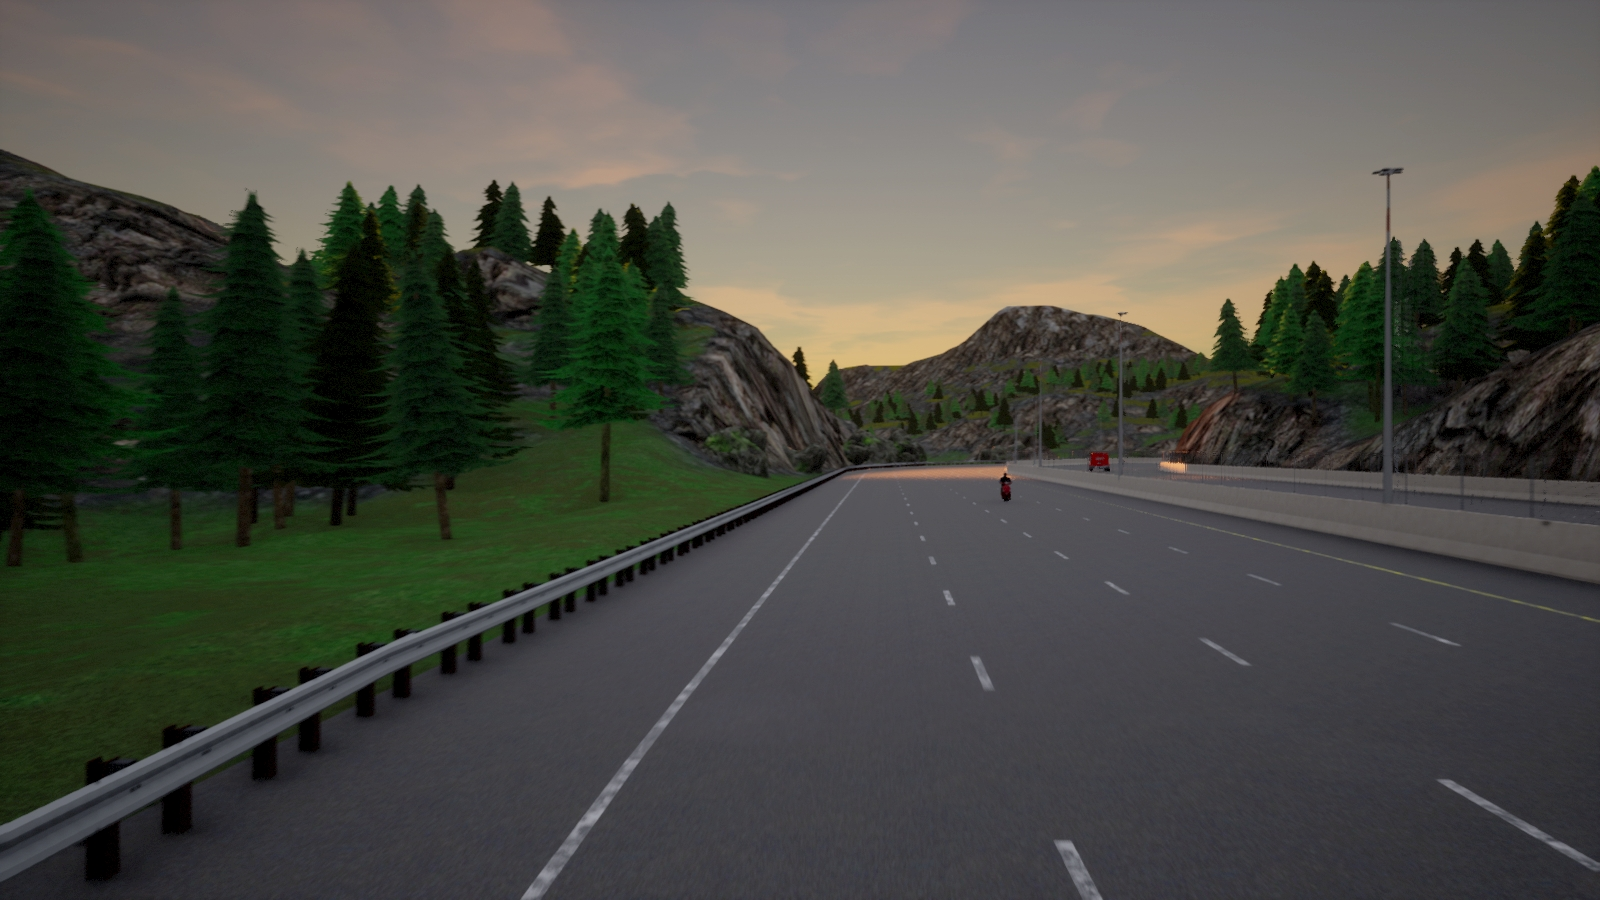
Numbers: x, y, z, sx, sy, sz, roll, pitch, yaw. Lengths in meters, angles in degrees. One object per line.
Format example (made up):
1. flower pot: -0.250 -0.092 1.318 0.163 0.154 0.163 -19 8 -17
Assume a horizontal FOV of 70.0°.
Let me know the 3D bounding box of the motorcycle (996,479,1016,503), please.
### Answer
1. motorcycle: 10.994 2.194 61.107 0.856 1.236 1.805 0 0 4
